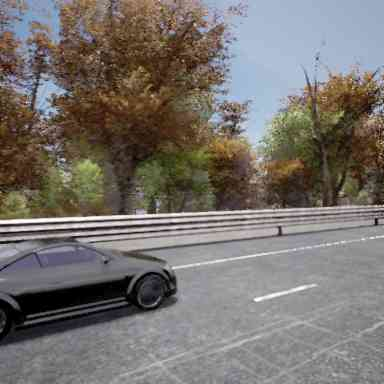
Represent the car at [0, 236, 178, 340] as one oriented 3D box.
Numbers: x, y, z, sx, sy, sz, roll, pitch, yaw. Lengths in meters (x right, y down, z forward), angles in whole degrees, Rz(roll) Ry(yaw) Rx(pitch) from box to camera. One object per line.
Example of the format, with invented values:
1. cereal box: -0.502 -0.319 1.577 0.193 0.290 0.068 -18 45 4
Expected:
1. car: -2.359 1.568 6.357 4.181 1.385 1.994 0 0 -35
